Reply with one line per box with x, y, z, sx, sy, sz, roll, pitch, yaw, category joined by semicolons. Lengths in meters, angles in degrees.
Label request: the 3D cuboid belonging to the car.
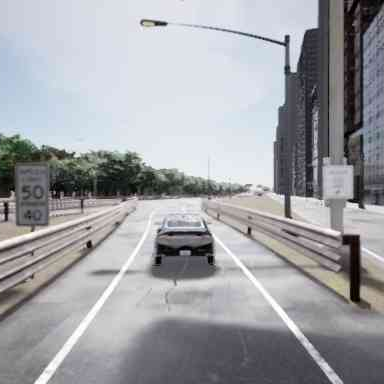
-0.307;1.490;11.717;2.128;1.511;4.902;0;0;-3;car
